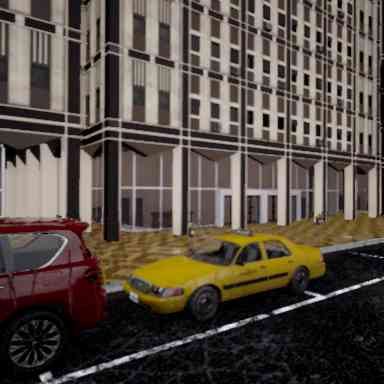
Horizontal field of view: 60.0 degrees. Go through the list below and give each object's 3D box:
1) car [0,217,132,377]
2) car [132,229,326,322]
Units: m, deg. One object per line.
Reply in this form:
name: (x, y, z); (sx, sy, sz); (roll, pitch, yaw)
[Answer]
car: (-3.543, 1.315, 4.024); (5.009, 1.841, 2.192); (0, 0, -35)
car: (0.949, 1.524, 7.230); (4.829, 1.417, 1.752); (0, 0, -35)
